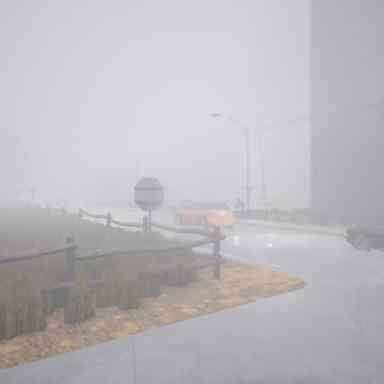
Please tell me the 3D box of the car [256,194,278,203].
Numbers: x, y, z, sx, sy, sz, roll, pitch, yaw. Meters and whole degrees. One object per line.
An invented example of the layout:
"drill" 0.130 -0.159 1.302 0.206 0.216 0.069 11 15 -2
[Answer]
"car" 16.442 1.306 73.136 1.932 1.855 4.605 0 0 -36

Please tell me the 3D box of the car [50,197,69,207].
"car" -20.622 1.477 51.658 1.882 1.535 5.008 0 0 -35

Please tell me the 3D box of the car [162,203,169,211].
"car" -1.265 1.524 38.649 4.674 1.442 1.812 0 0 -35

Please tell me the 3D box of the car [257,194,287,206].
"car" 11.575 1.475 48.047 5.008 1.535 1.882 0 0 -36

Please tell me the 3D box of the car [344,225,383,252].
"car" 7.963 1.600 11.692 1.895 1.301 4.718 0 0 -36

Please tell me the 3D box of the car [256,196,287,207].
"car" 12.931 1.477 54.168 2.242 1.667 4.611 0 0 -36

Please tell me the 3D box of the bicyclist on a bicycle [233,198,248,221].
"bicyclist on a bicycle" 3.525 1.299 24.397 1.656 1.620 0.582 0 0 -36

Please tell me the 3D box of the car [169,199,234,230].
"car" 0.678 1.351 21.240 2.097 1.767 4.553 0 0 -30
